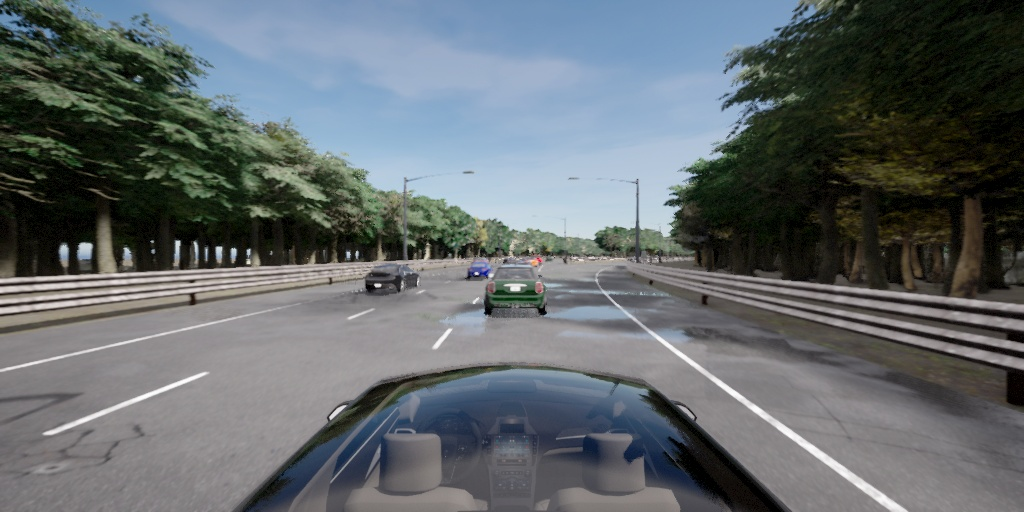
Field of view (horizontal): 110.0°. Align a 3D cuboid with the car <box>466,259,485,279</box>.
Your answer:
[{"bbox_3d":[-2.720,1.232,31.305,1.812,1.442,4.674,0,0,3],"label":"car"}]

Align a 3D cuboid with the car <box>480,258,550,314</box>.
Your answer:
[{"bbox_3d":[0.138,1.098,13.889,2.097,1.767,4.553,0,0,1],"label":"car"}]

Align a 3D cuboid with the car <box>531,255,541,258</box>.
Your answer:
[{"bbox_3d":[3.323,0.980,61.232,2.097,1.767,4.553,0,0,7],"label":"car"}]

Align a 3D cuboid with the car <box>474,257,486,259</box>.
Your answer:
[{"bbox_3d":[-4.596,0.984,52.765,2.097,1.767,4.553,0,0,6],"label":"car"}]

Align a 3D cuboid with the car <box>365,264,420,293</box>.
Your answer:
[{"bbox_3d":[-6.664,1.212,20.453,1.837,1.490,4.892,0,0,2],"label":"car"}]
